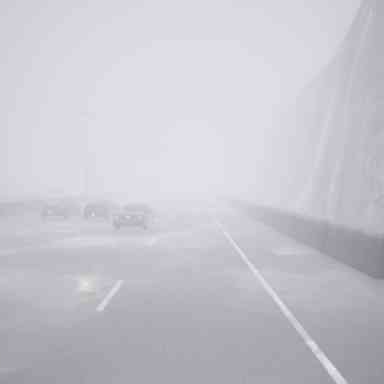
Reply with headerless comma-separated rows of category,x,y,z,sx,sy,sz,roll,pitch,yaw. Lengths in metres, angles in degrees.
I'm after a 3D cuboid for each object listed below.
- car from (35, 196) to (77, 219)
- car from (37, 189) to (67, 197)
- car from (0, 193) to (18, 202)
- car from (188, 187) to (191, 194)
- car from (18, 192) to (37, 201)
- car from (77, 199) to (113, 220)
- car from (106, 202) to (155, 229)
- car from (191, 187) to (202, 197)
car,-10.397,1.299,26.593,1.812,1.442,4.674,0,1,0
car,-21.054,0.559,51.042,2.150,2.045,5.566,0,1,0
car,-28.045,0.881,51.964,1.994,1.385,4.181,0,1,0
car,0.009,-0.223,89.054,1.994,1.385,4.181,0,2,0
car,-24.550,0.823,51.924,1.837,1.490,4.892,0,1,0
car,-6.898,1.291,25.603,1.837,1.490,4.892,0,1,0
car,-3.398,1.399,20.201,2.033,1.411,5.357,0,1,0
car,1.232,0.258,72.200,1.882,1.535,5.008,0,2,0
